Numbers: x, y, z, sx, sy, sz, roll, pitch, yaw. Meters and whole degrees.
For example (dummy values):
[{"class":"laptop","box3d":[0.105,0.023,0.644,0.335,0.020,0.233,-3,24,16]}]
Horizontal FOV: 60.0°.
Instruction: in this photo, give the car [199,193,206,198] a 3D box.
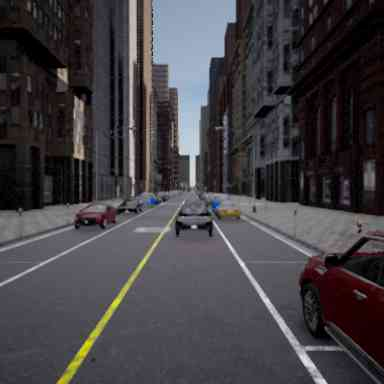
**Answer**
[{"class":"car","box3d":[2.756,0.897,88.036,1.947,1.339,4.313,0,0,0]}]

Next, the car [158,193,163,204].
[{"class":"car","box3d":[-5.767,1.193,48.571,1.947,1.339,4.313,0,0,0]}]

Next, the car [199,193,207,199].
[{"class":"car","box3d":[2.757,0.918,82.399,1.887,1.381,4.507,0,0,0]}]

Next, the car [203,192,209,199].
[{"class":"car","box3d":[2.758,1.108,42.945,1.967,1.590,4.097,0,0,0]}]

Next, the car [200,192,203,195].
[{"class":"car","box3d":[2.758,1.134,54.218,2.008,1.369,4.403,0,0,0]}]

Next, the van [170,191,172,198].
[{"class":"van","box3d":[-5.769,0.800,71.115,1.690,1.788,3.998,0,0,0]}]

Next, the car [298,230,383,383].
[{"class":"car","box3d":[2.760,1.285,3.491,2.192,1.841,5.009,0,0,0]}]

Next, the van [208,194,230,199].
[{"class":"van","box3d":[2.758,1.093,31.672,1.690,1.788,3.998,0,0,0]}]

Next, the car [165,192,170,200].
[{"class":"car","box3d":[-5.768,0.858,59.842,2.192,1.841,5.009,0,0,0]}]

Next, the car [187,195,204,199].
[{"class":"car","box3d":[0.099,1.298,39.089,1.895,1.301,4.718,0,0,0]}]

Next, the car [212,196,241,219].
[{"class":"car","box3d":[2.759,1.319,26.208,1.752,1.417,4.829,0,0,0]}]

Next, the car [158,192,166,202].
[{"class":"car","box3d":[-5.767,1.151,54.207,1.947,1.339,4.313,0,0,0]}]

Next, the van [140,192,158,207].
[{"class":"van","box3d":[-5.767,1.010,42.932,1.690,1.788,3.998,0,0,0]}]

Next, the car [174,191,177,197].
[{"class":"car","box3d":[-5.769,0.773,88.026,1.967,1.590,4.097,0,0,0]}]

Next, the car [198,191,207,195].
[{"class":"car","box3d":[2.757,0.939,65.489,1.967,1.590,4.097,0,0,0]}]

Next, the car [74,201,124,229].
[{"class":"car","box3d":[-5.765,1.384,20.388,1.887,1.381,4.507,0,0,0]}]

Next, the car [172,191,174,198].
[{"class":"car","box3d":[-5.768,0.857,76.753,1.967,1.590,4.097,0,0,0]}]

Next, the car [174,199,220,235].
[{"class":"car","box3d":[0.098,1.352,17.587,2.128,1.511,4.902,0,1,0]}]

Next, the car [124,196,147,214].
[{"class":"car","box3d":[-5.766,1.319,31.661,1.947,1.339,4.313,0,0,0]}]

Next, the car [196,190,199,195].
[{"class":"car","box3d":[2.756,0.730,76.762,2.192,1.841,5.009,0,0,0]}]
